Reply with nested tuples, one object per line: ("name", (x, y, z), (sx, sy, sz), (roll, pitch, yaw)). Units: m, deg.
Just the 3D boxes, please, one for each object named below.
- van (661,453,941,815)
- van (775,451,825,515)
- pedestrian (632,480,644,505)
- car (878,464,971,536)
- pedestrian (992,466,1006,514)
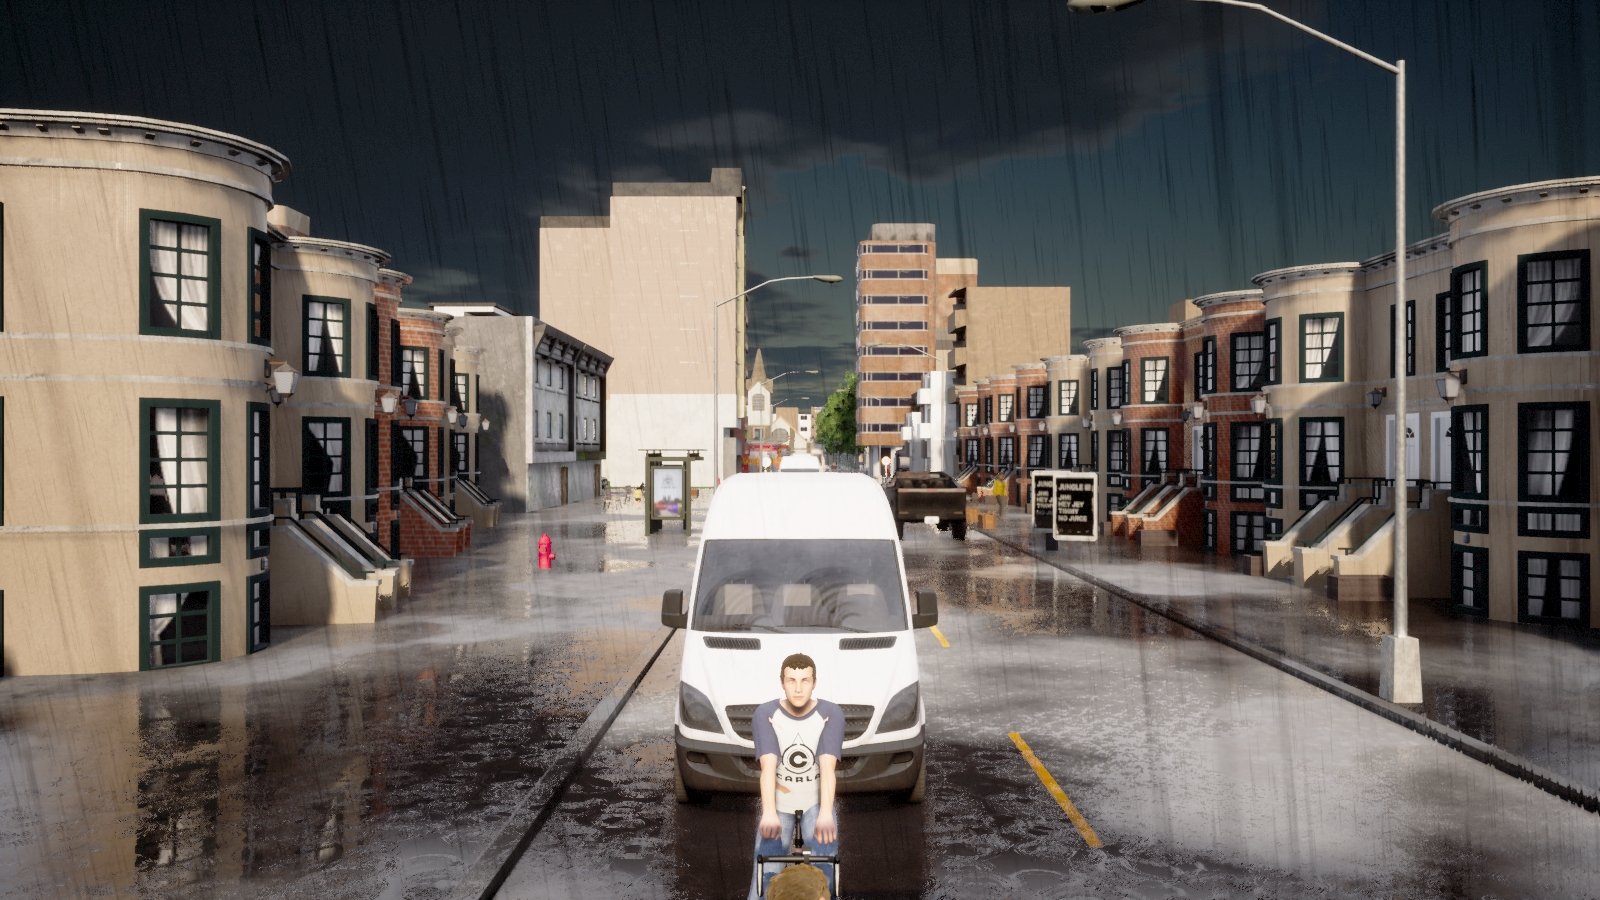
("van", (0.003, 1.319, 11.084), (1.988, 2.561, 5.915), (0, 0, 0))
("van", (0.005, 1.334, 49.041), (1.988, 2.561, 5.915), (0, 0, 0))
("pedestrian", (-7.357, 1.929, 51.947), (0.500, 1.100, 0.500), (0, 0, -12))
("car", (4.001, 1.549, 37.753), (2.390, 2.098, 6.274), (0, 0, 0))
("pedestrian", (7.727, 1.542, 44.356), (0.375, 1.860, 0.375), (0, 0, -34))
